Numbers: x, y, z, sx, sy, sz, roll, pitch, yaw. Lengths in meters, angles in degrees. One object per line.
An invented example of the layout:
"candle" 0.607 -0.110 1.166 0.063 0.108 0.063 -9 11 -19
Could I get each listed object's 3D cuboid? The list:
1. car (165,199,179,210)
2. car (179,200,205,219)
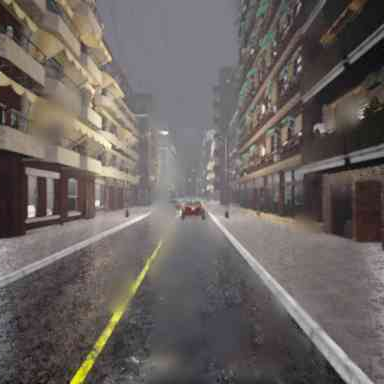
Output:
"car" -2.818 1.819 49.406 1.812 1.442 4.674 0 0 0
"car" 0.107 1.528 31.271 2.097 1.767 4.553 0 0 0
